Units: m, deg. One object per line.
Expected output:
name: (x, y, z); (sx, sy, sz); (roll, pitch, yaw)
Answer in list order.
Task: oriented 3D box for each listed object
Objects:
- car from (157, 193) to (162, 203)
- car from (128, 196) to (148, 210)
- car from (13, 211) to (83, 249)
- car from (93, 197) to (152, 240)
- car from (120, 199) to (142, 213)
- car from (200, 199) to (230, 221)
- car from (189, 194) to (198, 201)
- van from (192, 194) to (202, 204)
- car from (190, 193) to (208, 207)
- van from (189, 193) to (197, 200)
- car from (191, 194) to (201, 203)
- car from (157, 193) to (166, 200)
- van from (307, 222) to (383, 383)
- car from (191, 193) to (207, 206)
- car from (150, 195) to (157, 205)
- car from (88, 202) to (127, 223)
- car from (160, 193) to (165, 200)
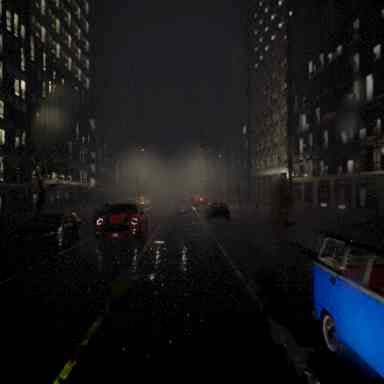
car: (-7.622, 1.464, 65.669); (1.947, 1.339, 4.313); (-1, 0, -2)
car: (-6.945, 1.388, 42.944); (1.967, 1.590, 4.097); (-1, 0, -2)
car: (-6.095, 1.559, 14.539); (2.008, 1.369, 4.403); (-1, 0, -2)
car: (-3.472, 1.337, 17.044); (2.097, 1.767, 4.553); (0, 0, -2)
car: (-6.773, 1.542, 37.263); (1.802, 1.307, 4.206); (-1, 0, -2)
car: (1.943, 1.477, 26.151); (2.008, 1.369, 4.403); (-1, 0, -2)
car: (0.413, 1.255, 77.281); (1.967, 1.590, 4.097); (-1, 0, -2)
van: (0.921, 1.195, 60.237); (1.690, 1.788, 3.998); (-1, 0, -2)
car: (1.260, 1.193, 48.875); (2.192, 1.841, 5.009); (-1, 0, -2)
van: (0.242, 1.143, 82.961); (1.690, 1.788, 3.998); (-1, 0, -2)
car: (0.753, 1.281, 65.919); (1.967, 1.590, 4.097); (-1, 0, -2)
car: (-8.474, 1.147, 94.074); (2.192, 1.841, 5.009); (-1, 0, -2)
van: (2.618, 1.315, 3.426); (1.690, 1.788, 3.998); (-1, 0, -2)
car: (1.090, 1.181, 54.556); (2.192, 1.841, 5.009); (-1, 0, -2)
car: (-7.278, 1.449, 54.137); (1.752, 1.417, 4.829); (-1, 0, -2)
car: (-6.434, 1.535, 25.900); (2.008, 1.369, 4.403); (-1, 0, -2)
car: (-7.961, 1.423, 77.031); (2.008, 1.369, 4.403); (-1, 0, -2)
